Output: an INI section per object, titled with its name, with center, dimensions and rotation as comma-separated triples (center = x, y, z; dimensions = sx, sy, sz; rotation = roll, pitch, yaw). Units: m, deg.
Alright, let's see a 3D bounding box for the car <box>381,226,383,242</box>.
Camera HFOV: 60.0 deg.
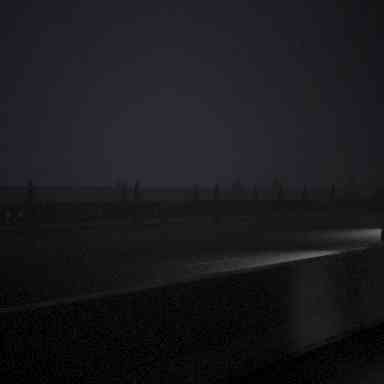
[car]
center = 9.823, 1.450, 13.568
dimensions = 4.902, 1.511, 2.128
rotation = 0, 0, -27
